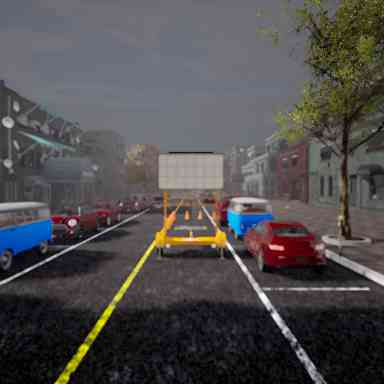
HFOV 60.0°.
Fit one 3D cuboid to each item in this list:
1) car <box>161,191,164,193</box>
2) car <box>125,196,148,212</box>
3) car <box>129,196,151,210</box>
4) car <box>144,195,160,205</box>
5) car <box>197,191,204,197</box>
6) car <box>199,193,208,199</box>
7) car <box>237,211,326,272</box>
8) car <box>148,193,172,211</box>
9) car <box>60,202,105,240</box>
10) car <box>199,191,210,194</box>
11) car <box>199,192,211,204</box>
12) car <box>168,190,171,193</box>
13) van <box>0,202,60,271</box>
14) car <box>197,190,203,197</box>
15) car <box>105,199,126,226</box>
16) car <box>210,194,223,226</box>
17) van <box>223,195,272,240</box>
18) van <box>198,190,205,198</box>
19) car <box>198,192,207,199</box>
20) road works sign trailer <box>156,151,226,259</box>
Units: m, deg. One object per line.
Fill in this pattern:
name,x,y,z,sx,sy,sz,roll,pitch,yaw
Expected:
car,-5.910,0.995,54.488,2.008,1.369,4.403,-1,1,0
car,-5.822,1.111,32.295,1.967,1.590,4.097,-1,1,0
car,-5.843,1.159,37.844,1.887,1.381,4.507,-1,1,0
car,-5.887,1.083,48.940,1.802,1.307,4.206,-1,1,0
car,2.316,0.564,93.529,1.752,1.417,4.829,-1,1,0
car,2.405,0.851,71.168,1.802,1.307,4.206,-1,1,0
car,2.648,1.476,10.140,1.802,1.307,4.206,-1,1,0
car,-3.232,1.173,34.548,1.812,1.442,4.674,0,1,0
car,-5.756,1.281,15.651,1.967,1.590,4.097,-1,1,0
car,2.471,0.964,54.692,1.752,1.417,4.829,-1,1,0
car,2.493,1.063,48.976,1.947,1.339,4.313,-1,1,0
car,-6.000,0.531,76.678,2.192,1.841,5.009,-1,1,0
van,-5.735,1.239,10.102,1.690,1.788,3.998,-1,1,0
car,2.447,0.698,60.070,2.192,1.841,5.009,-1,1,0
car,-5.777,1.329,21.200,1.887,1.381,4.507,-1,1,0
car,2.602,1.096,21.233,2.192,1.841,5.009,-1,1,0
van,2.624,1.179,15.685,1.690,1.788,3.998,-1,1,0
van,2.359,0.496,82.262,1.690,1.788,3.998,-1,1,0
car,2.382,0.736,76.885,1.752,1.417,4.829,-1,1,0
road works sign trailer,-0.036,0.341,11.946,2.380,3.560,2.880,0,1,0
